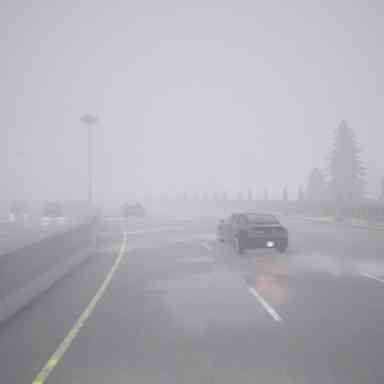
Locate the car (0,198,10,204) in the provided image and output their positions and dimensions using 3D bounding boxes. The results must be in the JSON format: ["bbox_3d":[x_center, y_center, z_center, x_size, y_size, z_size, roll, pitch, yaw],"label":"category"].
[{"bbox_3d":[-38.367,1.831,68.214,4.553,1.767,2.097,-1,-1,41],"label":"car"}]

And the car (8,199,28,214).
[{"bbox_3d":[-22.180,1.960,42.585,1.837,1.490,4.892,0,-1,-30],"label":"car"}]

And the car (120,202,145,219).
[{"bbox_3d":[-5.884,1.728,32.485,2.128,1.511,4.902,0,0,-20],"label":"car"}]

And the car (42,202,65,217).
[{"bbox_3d":[-14.710,1.832,35.322,1.837,1.490,4.892,0,-1,-23],"label":"car"}]

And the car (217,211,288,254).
[{"bbox_3d":[2.360,1.568,13.909,1.837,1.490,4.892,0,0,-8],"label":"car"}]
